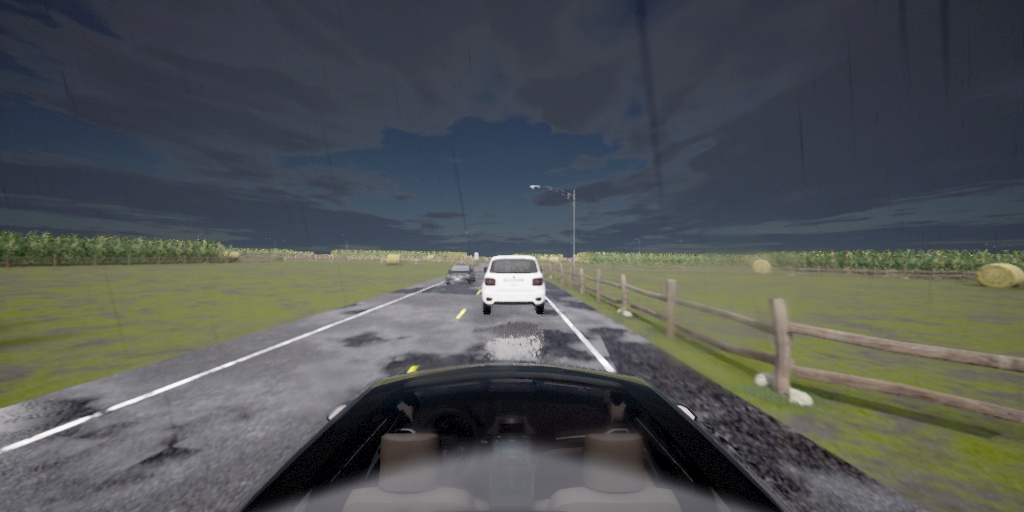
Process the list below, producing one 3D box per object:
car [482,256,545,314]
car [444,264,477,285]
[{"bbox_3d":[0.041,1.010,14.180,2.150,2.045,5.566,0,0,0],"label":"car"},{"bbox_3d":[-3.790,1.350,27.022,1.812,1.442,4.674,0,0,-1],"label":"car"}]
